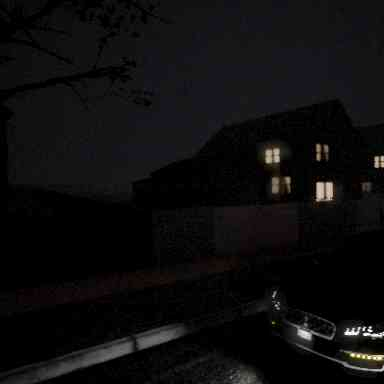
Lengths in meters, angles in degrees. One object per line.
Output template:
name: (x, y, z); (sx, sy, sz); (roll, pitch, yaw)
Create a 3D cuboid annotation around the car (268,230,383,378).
car: (3.321, 1.441, 5.439); (4.892, 1.490, 1.837); (-1, 0, -36)
